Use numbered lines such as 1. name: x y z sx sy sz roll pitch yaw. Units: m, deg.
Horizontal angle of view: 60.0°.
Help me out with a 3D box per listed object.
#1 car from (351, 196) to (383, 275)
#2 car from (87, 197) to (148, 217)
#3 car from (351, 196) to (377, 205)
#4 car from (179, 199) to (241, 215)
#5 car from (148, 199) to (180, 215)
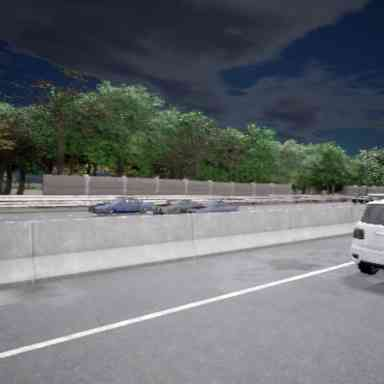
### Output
1. car: 6.583 1.222 9.231 5.566 2.045 2.150 0 1 -39
2. car: -5.517 1.147 26.700 5.357 1.411 2.033 0 1 -39
3. car: 27.251 1.286 52.726 4.718 1.301 1.895 0 1 -38
4. car: 1.562 1.314 23.392 4.181 1.385 1.994 0 1 -39
5. car: -0.920 1.245 25.886 4.181 1.385 1.994 0 1 -39
